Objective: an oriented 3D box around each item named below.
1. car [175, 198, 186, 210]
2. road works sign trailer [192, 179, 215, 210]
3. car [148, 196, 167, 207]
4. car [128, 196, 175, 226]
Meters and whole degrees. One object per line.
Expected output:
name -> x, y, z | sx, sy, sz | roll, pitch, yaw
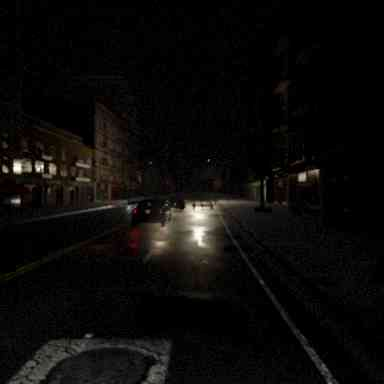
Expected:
car -> -1.845, 1.361, 39.892 | 1.994, 1.385, 4.181 | 0, 0, 2
road works sign trailer -> 1.250, 0.269, 38.553 | 2.380, 3.560, 2.880 | 0, 0, 2
car -> -4.921, 1.301, 48.348 | 2.033, 1.411, 5.357 | 0, 0, 3
car -> -2.584, 1.237, 22.309 | 2.097, 1.767, 4.553 | 0, 0, 2
